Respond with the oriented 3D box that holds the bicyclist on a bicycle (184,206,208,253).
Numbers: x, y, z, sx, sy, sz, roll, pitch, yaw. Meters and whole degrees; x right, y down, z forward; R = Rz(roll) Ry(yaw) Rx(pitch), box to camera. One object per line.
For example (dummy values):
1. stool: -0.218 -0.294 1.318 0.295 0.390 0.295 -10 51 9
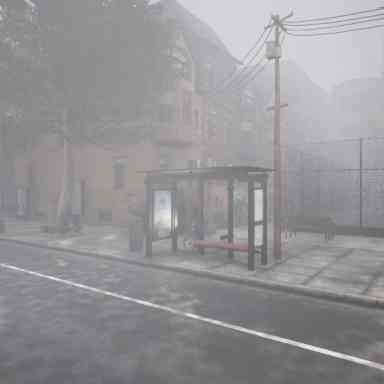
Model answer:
1. bicyclist on a bicycle: 0.212 1.339 11.922 0.582 1.620 1.656 -2 -4 35
